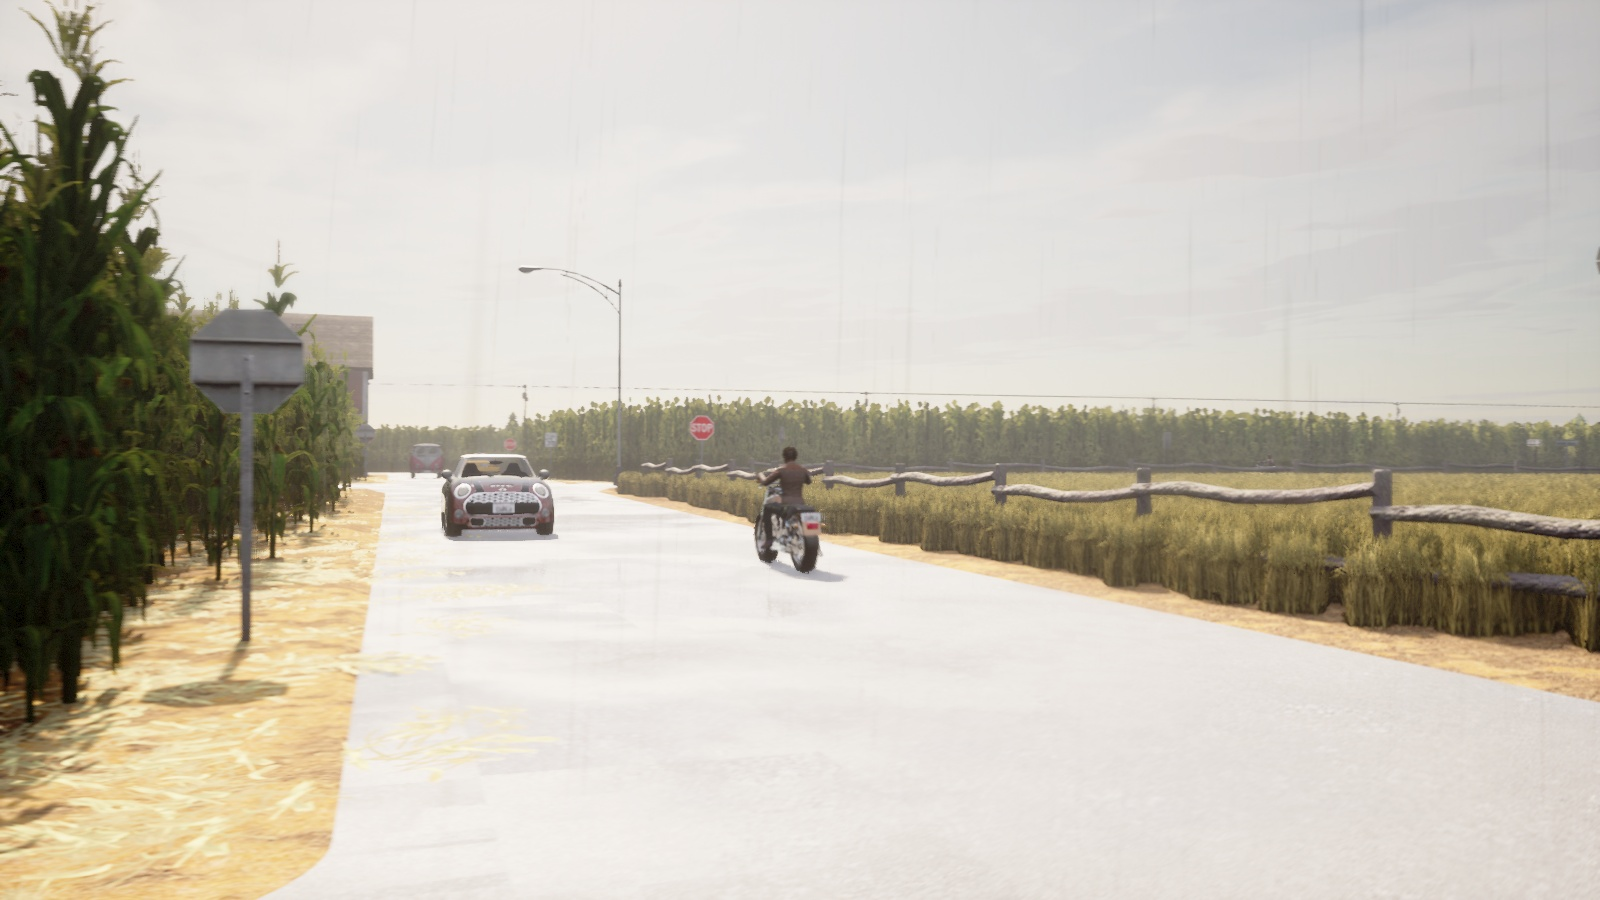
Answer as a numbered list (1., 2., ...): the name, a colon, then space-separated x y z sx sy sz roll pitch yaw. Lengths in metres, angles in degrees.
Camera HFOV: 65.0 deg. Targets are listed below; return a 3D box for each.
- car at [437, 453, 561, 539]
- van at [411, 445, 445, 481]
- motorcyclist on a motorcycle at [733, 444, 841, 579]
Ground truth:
1. car: -5.740 0.798 23.638 1.970 1.475 3.806 0 0 -18
2. van: -21.335 0.731 71.923 1.775 1.987 4.442 0 -1 -18
3. motorcyclist on a motorcycle: -0.216 0.760 16.628 0.766 1.649 2.350 0 0 -18
